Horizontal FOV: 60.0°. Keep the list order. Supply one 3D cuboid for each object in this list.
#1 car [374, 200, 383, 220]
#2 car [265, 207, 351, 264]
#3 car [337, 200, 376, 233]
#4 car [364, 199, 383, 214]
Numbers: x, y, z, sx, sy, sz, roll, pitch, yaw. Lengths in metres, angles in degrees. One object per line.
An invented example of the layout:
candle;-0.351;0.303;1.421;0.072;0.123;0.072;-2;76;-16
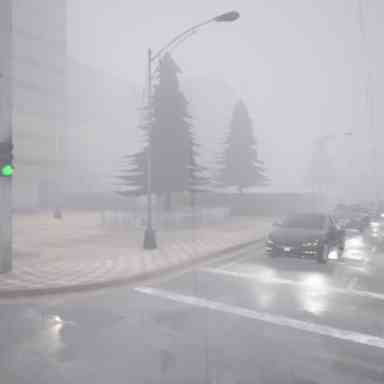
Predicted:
car;14.637;1.490;27.886;1.837;1.490;4.892;0;0;33
car;4.265;1.499;12.144;1.837;1.490;4.892;0;0;35
car;9.462;1.481;19.993;2.128;1.511;4.902;0;0;33
car;20.162;1.545;36.274;1.994;1.385;4.181;0;0;34
